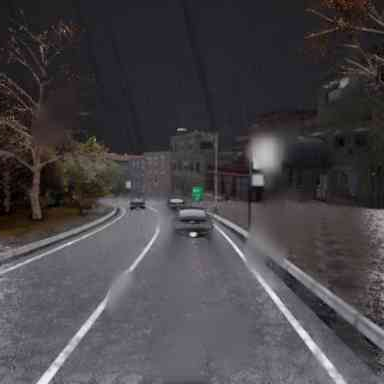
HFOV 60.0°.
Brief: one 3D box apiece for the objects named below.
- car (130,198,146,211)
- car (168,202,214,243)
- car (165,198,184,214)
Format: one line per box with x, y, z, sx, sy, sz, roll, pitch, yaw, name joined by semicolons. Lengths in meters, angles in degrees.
-6.756;1.511;41.329;2.033;1.411;5.357;-1;0;-12;car
-0.040;1.463;15.957;1.837;1.490;4.892;0;0;-2;car
-1.734;1.380;34.246;1.882;1.535;5.008;-1;0;-9;car
